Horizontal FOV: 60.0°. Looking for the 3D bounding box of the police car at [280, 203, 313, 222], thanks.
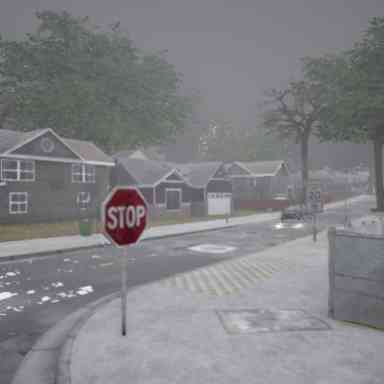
[{"bbox_3d":[9.866,1.872,31.252,1.930,1.638,5.238,-1,0,36],"label":"police car"}]
